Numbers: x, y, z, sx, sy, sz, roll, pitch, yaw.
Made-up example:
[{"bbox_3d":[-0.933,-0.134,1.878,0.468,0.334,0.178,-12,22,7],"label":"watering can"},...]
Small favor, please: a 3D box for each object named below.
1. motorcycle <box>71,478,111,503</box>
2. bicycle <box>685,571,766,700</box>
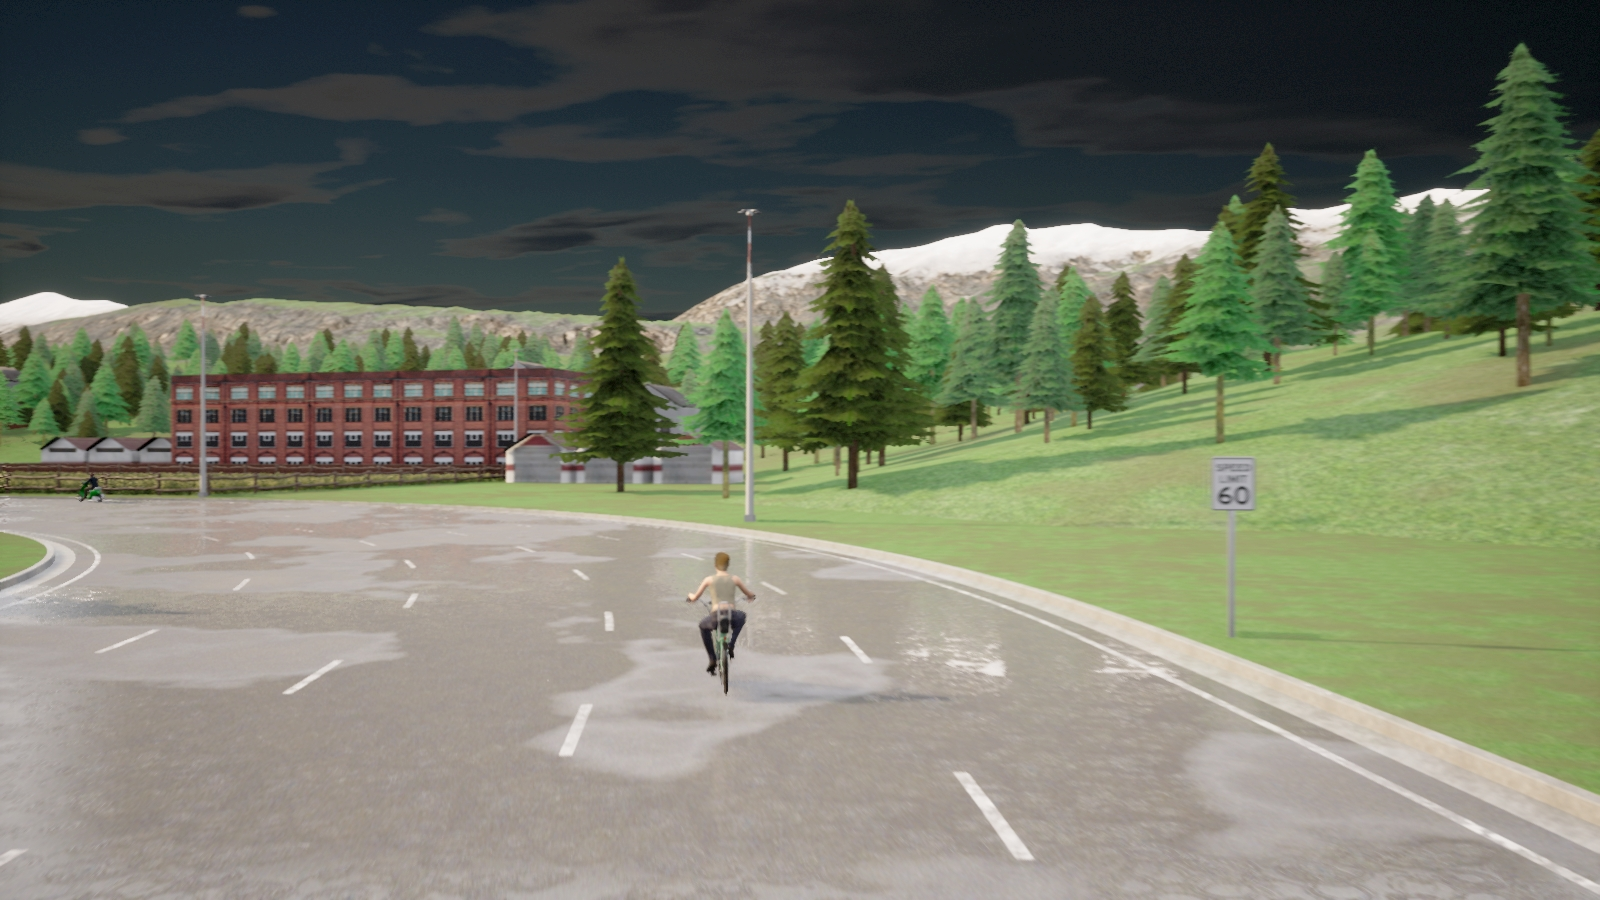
[{"bbox_3d":[-38.478,2.198,62.029,1.805,1.316,0.856,0,1,16],"label":"motorcycle"},{"bbox_3d":[-0.912,2.165,13.615,0.859,1.276,1.487,-1,0,-7],"label":"bicycle"}]
